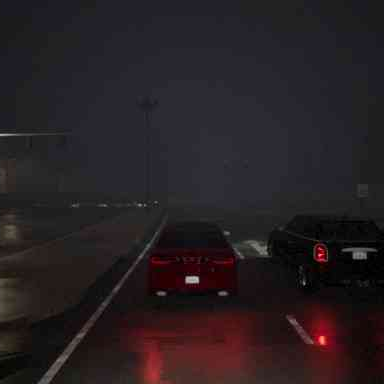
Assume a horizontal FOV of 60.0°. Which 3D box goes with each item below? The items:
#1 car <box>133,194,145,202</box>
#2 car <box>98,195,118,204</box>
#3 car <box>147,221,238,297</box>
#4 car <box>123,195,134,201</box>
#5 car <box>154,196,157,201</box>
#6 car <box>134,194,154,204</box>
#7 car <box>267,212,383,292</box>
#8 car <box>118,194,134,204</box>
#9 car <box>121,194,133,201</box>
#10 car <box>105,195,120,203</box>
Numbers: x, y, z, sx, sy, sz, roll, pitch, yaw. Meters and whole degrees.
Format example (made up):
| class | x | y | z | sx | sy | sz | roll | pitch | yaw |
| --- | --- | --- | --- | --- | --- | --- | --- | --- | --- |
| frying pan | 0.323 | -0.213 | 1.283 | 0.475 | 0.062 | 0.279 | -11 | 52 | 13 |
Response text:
| class | x | y | z | sx | sy | sz | roll | pitch | yaw |
| --- | --- | --- | --- | --- | --- | --- | --- | --- | --- |
| car | -12.750 | 1.350 | 79.842 | 2.097 | 1.767 | 4.553 | 0 | 0 | 0 |
| car | -16.277 | 1.488 | 62.965 | 2.128 | 1.511 | 4.902 | 0 | 0 | 3 |
| car | 0.010 | 1.477 | 8.639 | 1.882 | 1.535 | 5.008 | 0 | 0 | 0 |
| car | -16.248 | 1.519 | 84.936 | 1.812 | 1.442 | 4.674 | 0 | 0 | 0 |
| car | -9.250 | 1.590 | 80.030 | 1.895 | 1.301 | 4.718 | 0 | 0 | 0 |
| car | -9.297 | 1.488 | 64.630 | 2.128 | 1.511 | 4.902 | 0 | 0 | 1 |
| car | 3.510 | 1.351 | 9.080 | 2.097 | 1.767 | 4.553 | 0 | 0 | 0 |
| car | -12.791 | 1.474 | 64.357 | 1.882 | 1.535 | 5.008 | 0 | 0 | 1 |
| car | -16.248 | 1.349 | 83.576 | 2.097 | 1.767 | 4.553 | 0 | 0 | 0 |
| car | -16.256 | 1.474 | 68.001 | 1.882 | 1.535 | 5.008 | 0 | 0 | 0 |
